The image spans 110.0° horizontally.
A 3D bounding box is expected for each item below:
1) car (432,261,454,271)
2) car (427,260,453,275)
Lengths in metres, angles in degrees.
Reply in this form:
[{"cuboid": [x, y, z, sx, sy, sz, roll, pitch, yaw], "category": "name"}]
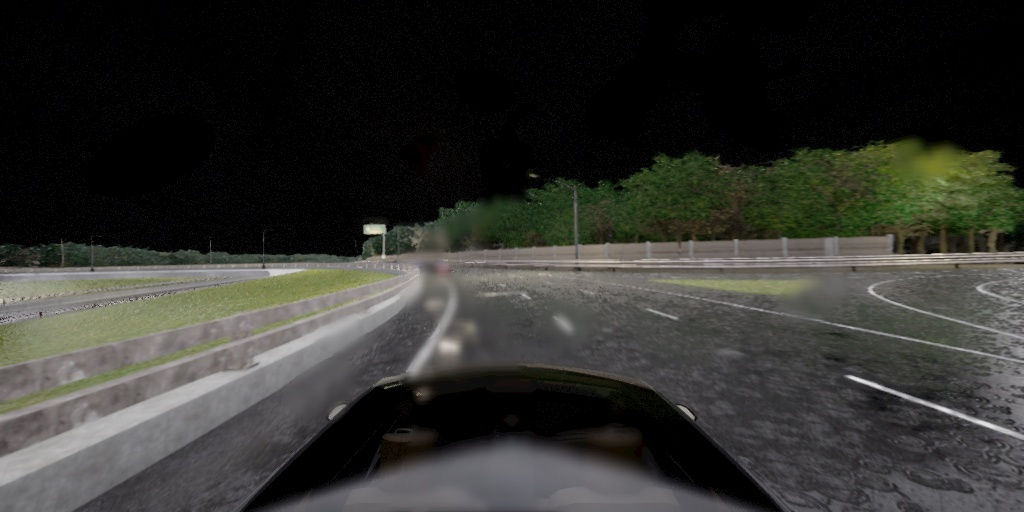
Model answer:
[{"cuboid": [-10.702, 1.531, 55.447, 1.994, 1.385, 4.181, -1, 0, -30], "category": "car"}, {"cuboid": [-8.660, 1.491, 43.643, 1.994, 1.385, 4.181, -1, 0, -24], "category": "car"}]
